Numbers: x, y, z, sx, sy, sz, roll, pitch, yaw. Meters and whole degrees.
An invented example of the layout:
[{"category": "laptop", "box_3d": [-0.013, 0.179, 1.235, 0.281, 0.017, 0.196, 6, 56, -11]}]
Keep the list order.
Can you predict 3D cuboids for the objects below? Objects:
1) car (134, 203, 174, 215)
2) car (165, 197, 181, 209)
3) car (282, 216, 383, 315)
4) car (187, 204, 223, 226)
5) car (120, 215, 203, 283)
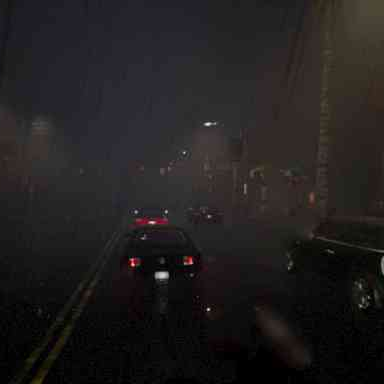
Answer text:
[{"category": "car", "box_3d": [-2.282, 1.539, 18.779, 1.994, 1.385, 4.181, 0, 0, -8]}, {"category": "car", "box_3d": [-2.637, 1.430, 45.044, 2.128, 1.511, 4.902, 0, 0, -8]}, {"category": "car", "box_3d": [3.874, 1.339, 7.832, 2.097, 1.767, 4.553, 0, 0, -8]}, {"category": "car", "box_3d": [0.812, 1.532, 23.262, 1.994, 1.385, 4.181, 0, 0, -8]}, {"category": "car", "box_3d": [-0.973, 1.588, 9.715, 1.895, 1.301, 4.718, 0, 0, -8]}]
